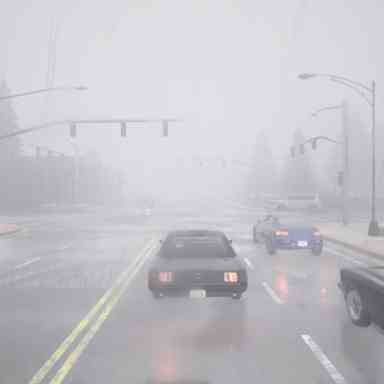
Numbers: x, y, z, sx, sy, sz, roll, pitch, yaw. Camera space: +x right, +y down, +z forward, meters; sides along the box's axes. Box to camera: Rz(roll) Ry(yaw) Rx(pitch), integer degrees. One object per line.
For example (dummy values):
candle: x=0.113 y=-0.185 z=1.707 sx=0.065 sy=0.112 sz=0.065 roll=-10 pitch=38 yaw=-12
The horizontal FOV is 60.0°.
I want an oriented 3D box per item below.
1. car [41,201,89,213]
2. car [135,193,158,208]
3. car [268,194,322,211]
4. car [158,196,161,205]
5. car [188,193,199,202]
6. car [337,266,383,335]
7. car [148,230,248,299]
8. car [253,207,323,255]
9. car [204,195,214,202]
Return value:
car: x=-14.024 y=1.601 z=36.728 sx=4.718 sy=1.301 sz=1.895 roll=0 pitch=0 yaw=0
car: x=-6.860 y=1.221 z=49.014 sx=2.150 sy=2.045 sz=5.566 roll=0 pitch=0 yaw=1
car: x=11.189 y=1.221 z=36.178 sx=5.566 sy=2.045 sz=2.150 roll=0 pitch=0 yaw=0
car: x=-6.809 y=1.352 z=59.025 sx=2.097 sy=1.767 sz=4.553 roll=0 pitch=0 yaw=1
car: x=0.329 y=1.225 z=74.954 sx=2.150 sy=2.045 sz=5.566 roll=0 pitch=0 yaw=0
car: x=3.614 y=1.601 z=4.071 sx=1.895 sy=1.301 sz=4.718 roll=0 pitch=0 yaw=0
car: x=0.099 y=1.601 z=8.383 sx=1.895 sy=1.301 sz=4.718 roll=0 pitch=0 yaw=0
car: x=3.637 y=1.526 z=13.174 sx=1.812 sy=1.442 sz=4.674 roll=0 pitch=0 yaw=0
car: x=3.833 y=1.355 z=75.059 sx=2.097 sy=1.767 sz=4.553 roll=0 pitch=0 yaw=0
